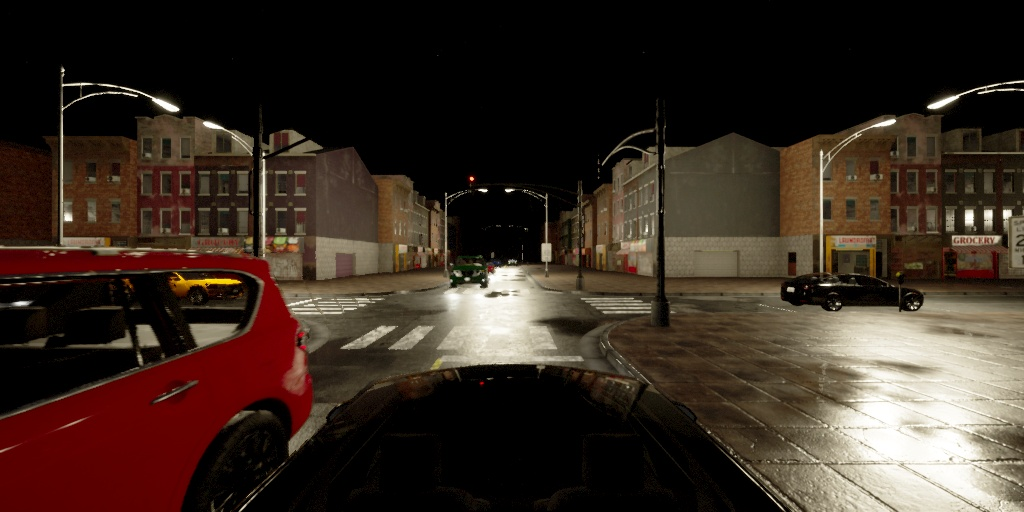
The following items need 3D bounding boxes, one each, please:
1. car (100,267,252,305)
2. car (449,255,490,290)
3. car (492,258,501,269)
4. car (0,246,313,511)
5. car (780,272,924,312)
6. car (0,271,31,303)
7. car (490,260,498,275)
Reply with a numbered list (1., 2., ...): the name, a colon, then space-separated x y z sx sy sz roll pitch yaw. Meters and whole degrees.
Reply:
1. car: -14.589 1.270 15.759 5.008 1.535 1.882 0 0 2
2. car: -2.717 0.979 23.177 2.150 2.045 5.566 0 0 -3
3. car: -2.770 1.266 59.171 1.882 1.535 5.008 0 0 1
4. car: -2.849 0.971 0.917 2.150 2.045 5.566 0 0 0
5. car: 12.357 1.266 13.210 4.313 1.339 1.948 0 0 0
6. car: -24.593 1.391 15.788 4.181 1.385 1.994 0 0 0
7. car: -2.838 1.370 39.639 1.895 1.301 4.718 0 0 0
